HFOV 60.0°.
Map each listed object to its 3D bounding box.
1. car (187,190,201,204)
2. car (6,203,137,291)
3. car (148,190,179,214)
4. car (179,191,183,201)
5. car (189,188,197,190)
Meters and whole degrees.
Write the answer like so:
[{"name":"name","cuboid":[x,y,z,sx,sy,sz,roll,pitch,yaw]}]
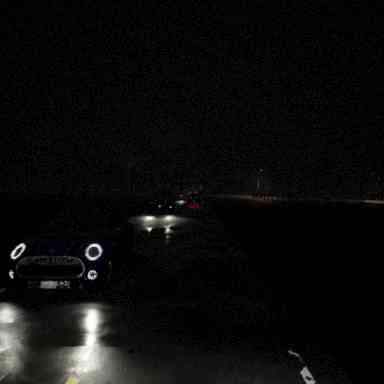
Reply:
[{"name":"car","cuboid":[0.234,0.879,46.307,1.837,1.490,4.892,0,1,0]},{"name":"car","cuboid":[-2.824,1.225,8.795,2.097,1.767,4.553,0,0,0]},{"name":"car","cuboid":[-2.664,0.796,30.374,2.150,2.045,5.566,0,1,0]},{"name":"car","cuboid":[-2.580,0.558,57.567,2.097,1.767,4.553,0,1,0]},{"name":"car","cuboid":[0.208,0.250,70.045,2.150,2.045,5.566,0,1,0]}]
